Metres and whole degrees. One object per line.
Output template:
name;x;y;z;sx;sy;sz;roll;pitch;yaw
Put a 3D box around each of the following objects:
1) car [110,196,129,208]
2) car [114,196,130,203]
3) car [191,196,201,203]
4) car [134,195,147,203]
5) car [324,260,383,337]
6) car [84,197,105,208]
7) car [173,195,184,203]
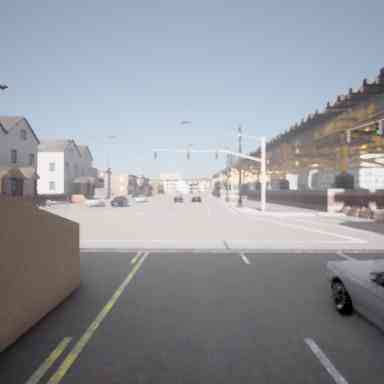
car;-10.198;1.384;47.120;1.837;1.490;4.892;0;0;2
car;-13.230;1.401;63.210;1.994;1.385;4.181;0;0;2
car;0.859;1.400;65.737;1.994;1.385;4.181;0;0;1
car;-9.732;1.364;63.064;1.812;1.442;4.674;0;0;2
car;3.576;1.589;4.591;1.895;1.301;4.718;0;0;0
car;-13.699;1.406;47.026;1.812;1.442;4.674;0;0;2
car;-2.640;1.325;65.825;2.128;1.511;4.902;0;0;1
